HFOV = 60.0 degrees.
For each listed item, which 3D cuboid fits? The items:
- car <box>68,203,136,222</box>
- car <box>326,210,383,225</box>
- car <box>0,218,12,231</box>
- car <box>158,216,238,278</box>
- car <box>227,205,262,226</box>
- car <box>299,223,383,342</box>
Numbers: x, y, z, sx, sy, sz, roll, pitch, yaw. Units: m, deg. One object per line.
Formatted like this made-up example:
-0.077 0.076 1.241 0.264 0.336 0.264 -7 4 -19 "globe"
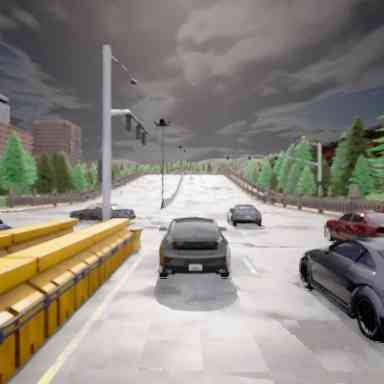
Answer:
-6.734 1.551 24.806 5.357 1.411 2.033 0 0 29 "car"
7.101 1.479 13.496 1.882 1.535 5.008 0 0 0 "car"
-7.033 1.352 9.304 2.097 1.767 4.553 0 0 0 "car"
0.038 1.506 10.140 1.837 1.490 4.892 0 0 -1 "car"
3.598 1.567 23.358 1.994 1.385 4.181 0 0 0 "car"
3.599 1.565 6.474 1.994 1.385 4.181 0 0 0 "car"
